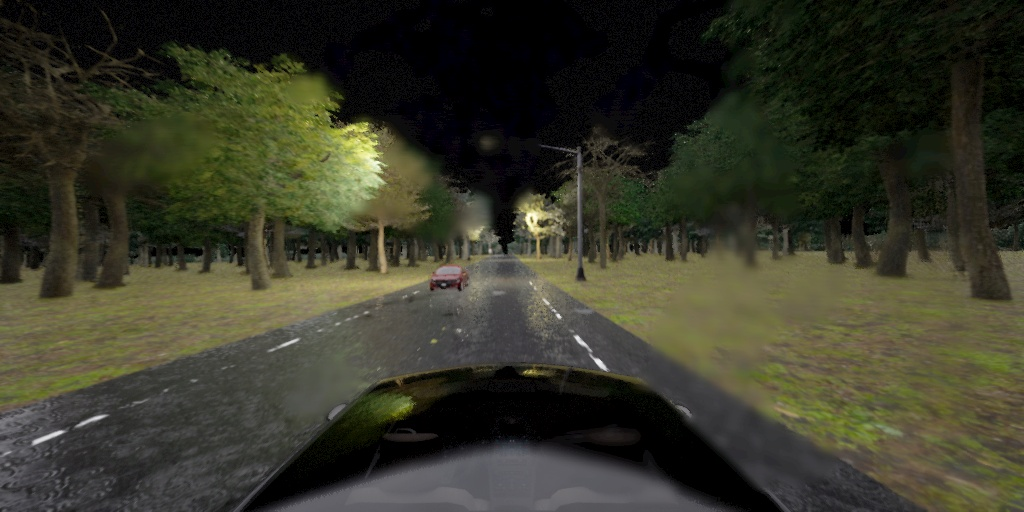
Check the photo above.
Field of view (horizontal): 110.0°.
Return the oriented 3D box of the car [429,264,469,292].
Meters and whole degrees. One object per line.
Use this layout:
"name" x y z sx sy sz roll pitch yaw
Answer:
"car" -3.833 1.309 22.458 1.882 1.535 5.008 -1 0 -1
